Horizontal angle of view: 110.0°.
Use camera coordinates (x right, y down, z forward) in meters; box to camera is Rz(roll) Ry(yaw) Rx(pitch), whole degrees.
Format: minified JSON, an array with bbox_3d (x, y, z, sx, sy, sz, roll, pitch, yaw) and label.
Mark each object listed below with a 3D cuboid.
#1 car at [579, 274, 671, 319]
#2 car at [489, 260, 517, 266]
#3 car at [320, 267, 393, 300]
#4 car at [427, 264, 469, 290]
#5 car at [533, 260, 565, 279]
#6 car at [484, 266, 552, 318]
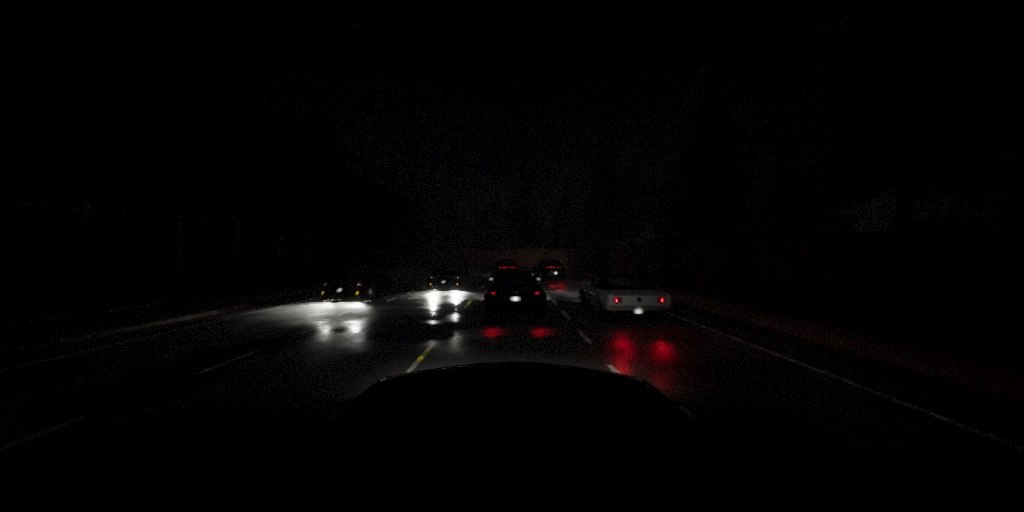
[{"bbox_3d":[3.604,1.269,12.430,1.895,1.301,4.718,0,0,0],"label":"car"},{"bbox_3d":[-0.701,1.040,29.854,1.837,1.490,4.892,1,0,-11],"label":"car"},{"bbox_3d":[-7.115,1.198,16.795,1.994,1.385,4.181,0,0,0],"label":"car"},{"bbox_3d":[-3.653,1.166,21.089,1.994,1.385,4.181,0,0,-1],"label":"car"},{"bbox_3d":[3.003,1.040,29.836,1.837,1.490,4.892,1,0,-8],"label":"car"},{"bbox_3d":[0.103,1.230,12.661,1.994,1.385,4.181,0,0,0],"label":"car"}]
